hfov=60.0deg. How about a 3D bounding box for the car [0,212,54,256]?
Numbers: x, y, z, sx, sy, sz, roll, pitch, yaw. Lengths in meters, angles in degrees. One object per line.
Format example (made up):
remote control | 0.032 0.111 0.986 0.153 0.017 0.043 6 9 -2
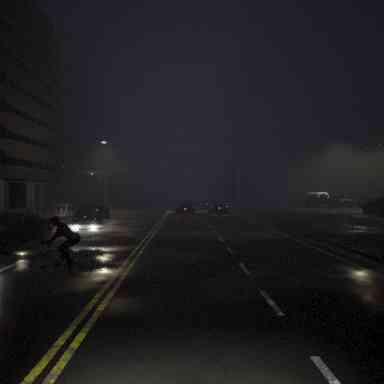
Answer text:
car | -7.414 1.548 13.467 2.033 1.411 5.357 0 0 -1

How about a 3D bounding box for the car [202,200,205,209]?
car | 2.413 1.547 44.227 2.033 1.411 5.357 0 0 -1

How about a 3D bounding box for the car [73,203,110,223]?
car | -7.621 1.564 25.528 1.994 1.385 4.181 0 0 -1

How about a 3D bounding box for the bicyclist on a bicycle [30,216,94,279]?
bicyclist on a bicycle | -3.385 1.454 8.630 1.656 1.620 0.582 -1 0 -1

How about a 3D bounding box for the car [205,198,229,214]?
car | 2.699 1.564 34.994 1.994 1.385 4.181 0 0 -1

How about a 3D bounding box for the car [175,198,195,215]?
car | -0.718 1.564 33.594 1.994 1.385 4.181 0 0 -2

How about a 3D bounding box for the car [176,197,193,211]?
car | -0.950 1.492 42.490 2.128 1.511 4.902 0 0 -1
